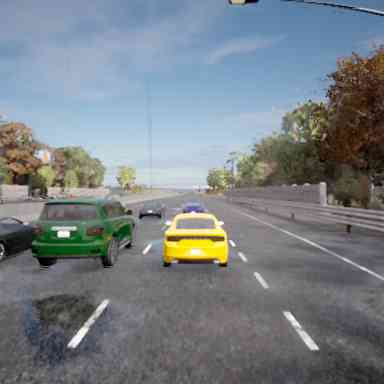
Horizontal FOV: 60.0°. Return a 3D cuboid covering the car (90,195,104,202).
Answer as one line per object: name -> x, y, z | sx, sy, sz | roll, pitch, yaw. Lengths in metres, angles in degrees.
car -> -20.989, 1.446, 73.797 | 1.812, 1.442, 4.674 | 0, 0, 0

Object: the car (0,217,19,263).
car -> -6.898, 1.550, 11.718 | 1.994, 1.385, 4.181 | 0, 0, 0

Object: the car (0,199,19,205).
car -> -17.587, 1.478, 33.567 | 1.837, 1.490, 4.892 | 0, 0, 0

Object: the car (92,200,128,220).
car -> -6.896, 1.480, 28.469 | 1.837, 1.490, 4.892 | 0, 0, 0

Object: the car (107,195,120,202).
car -> -17.489, 1.395, 74.214 | 1.882, 1.535, 5.008 | 0, 0, 0

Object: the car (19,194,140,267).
car -> -3.397, 1.208, 11.494 | 2.150, 2.045, 5.566 | 0, 0, 0

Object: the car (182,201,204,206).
car -> 0.104, 1.501, 29.539 | 1.812, 1.442, 4.674 | 0, 0, 0

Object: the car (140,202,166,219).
car -> -3.394, 1.539, 29.067 | 1.994, 1.385, 4.181 | 0, 0, 0

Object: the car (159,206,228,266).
car -> 0.102, 1.464, 11.471 | 1.882, 1.535, 5.008 | 0, 0, 0
